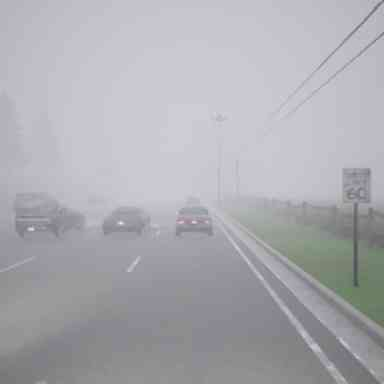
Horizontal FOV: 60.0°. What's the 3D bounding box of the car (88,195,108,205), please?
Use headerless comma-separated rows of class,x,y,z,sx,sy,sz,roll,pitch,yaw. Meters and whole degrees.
car,-13.915,1.134,49.493,1.882,1.535,5.008,0,1,0

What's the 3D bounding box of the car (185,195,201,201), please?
car,0.109,1.204,43.511,1.837,1.490,4.892,0,1,0

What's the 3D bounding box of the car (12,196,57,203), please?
car,-10.393,1.314,23.398,1.882,1.535,5.008,0,1,0

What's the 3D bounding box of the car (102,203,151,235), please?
car,-3.397,1.440,17.909,1.994,1.385,4.181,0,1,0

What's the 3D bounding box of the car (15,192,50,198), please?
car,-13.976,1.016,30.065,2.150,2.045,5.566,0,1,0

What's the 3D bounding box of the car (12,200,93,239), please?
car,-6.895,1.376,16.679,2.128,1.511,4.902,0,1,0

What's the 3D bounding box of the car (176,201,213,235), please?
car,0.103,1.424,17.722,2.033,1.411,5.357,0,0,0
